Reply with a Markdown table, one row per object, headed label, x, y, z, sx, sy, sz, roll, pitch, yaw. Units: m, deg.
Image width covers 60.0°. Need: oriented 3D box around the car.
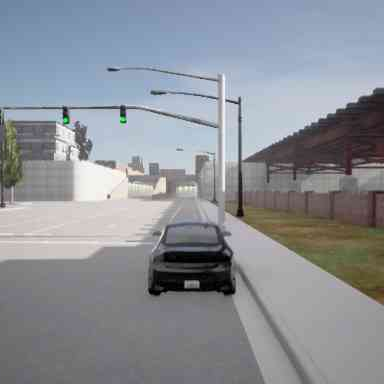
| label | x | y | z | sx | sy | sz | roll | pitch | yaw |
| --- | --- | --- | --- | --- | --- | --- | --- | --- | --- |
| car | -0.001 | 1.482 | 8.649 | 1.837 | 1.490 | 4.892 | 0 | 0 | 0 |
